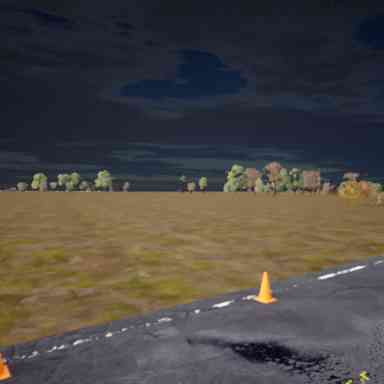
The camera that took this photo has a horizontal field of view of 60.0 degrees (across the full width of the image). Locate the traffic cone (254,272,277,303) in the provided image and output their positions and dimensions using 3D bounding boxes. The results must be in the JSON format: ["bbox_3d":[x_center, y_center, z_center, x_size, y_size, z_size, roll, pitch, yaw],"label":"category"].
[{"bbox_3d":[1.556,1.977,7.012,0.340,0.580,0.340,0,0,-37],"label":"traffic cone"}]
